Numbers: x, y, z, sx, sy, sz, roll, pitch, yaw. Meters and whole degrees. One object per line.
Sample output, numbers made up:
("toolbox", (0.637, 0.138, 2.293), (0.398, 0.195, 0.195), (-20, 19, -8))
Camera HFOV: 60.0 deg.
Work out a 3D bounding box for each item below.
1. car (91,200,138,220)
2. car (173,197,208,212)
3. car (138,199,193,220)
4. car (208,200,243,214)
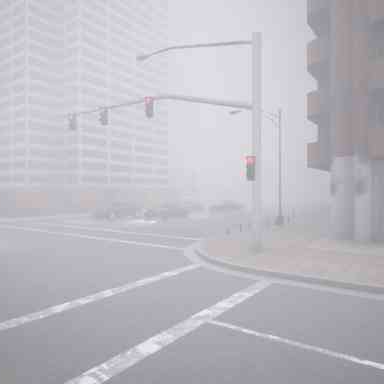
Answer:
("car", (-6.221, 1.505, 28.164), (1.837, 1.490, 4.892), (0, 0, 35))
("car", (-0.500, 1.564, 36.290), (1.994, 1.385, 4.181), (0, 0, 35))
("car", (-2.111, 1.564, 27.924), (1.994, 1.385, 4.181), (0, 0, 35))
("car", (3.761, 1.601, 36.259), (1.895, 1.301, 4.718), (0, 0, 35))
